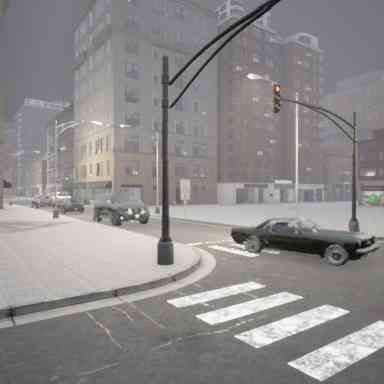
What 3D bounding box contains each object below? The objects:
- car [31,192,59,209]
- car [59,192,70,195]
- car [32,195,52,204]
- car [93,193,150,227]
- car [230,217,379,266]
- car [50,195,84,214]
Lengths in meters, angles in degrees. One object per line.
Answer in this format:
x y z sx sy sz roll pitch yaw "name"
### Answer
-18.938 1.140 42.297 2.097 1.767 4.553 0 0 -35 "car"
-18.762 0.995 47.050 2.150 2.045 5.566 0 0 -35 "car"
-25.510 1.269 56.495 2.033 1.411 5.357 0 0 -35 "car"
-4.951 1.121 22.633 2.150 2.045 5.566 0 0 -36 "car"
3.766 1.571 11.623 4.718 1.301 1.895 0 0 43 "car"
-12.188 1.319 32.789 1.882 1.535 5.008 0 0 -36 "car"
